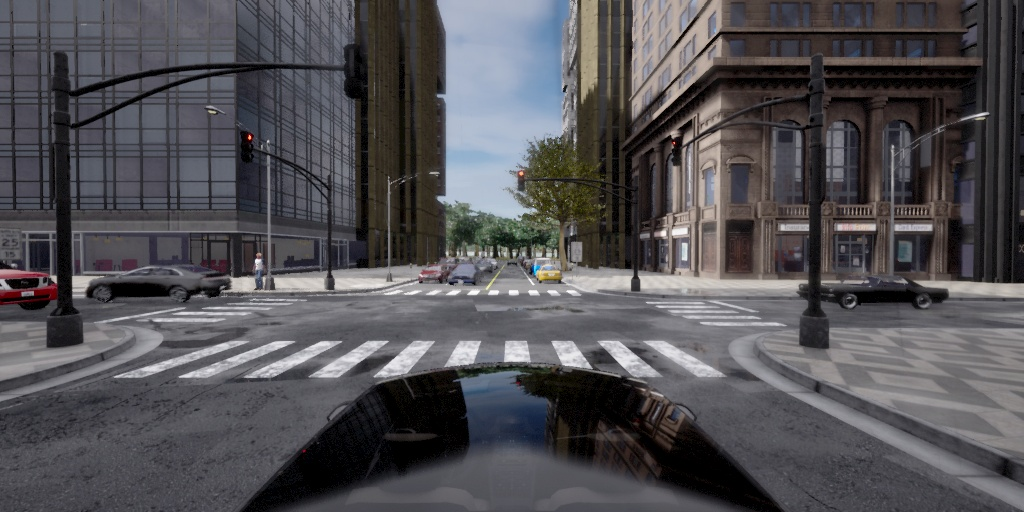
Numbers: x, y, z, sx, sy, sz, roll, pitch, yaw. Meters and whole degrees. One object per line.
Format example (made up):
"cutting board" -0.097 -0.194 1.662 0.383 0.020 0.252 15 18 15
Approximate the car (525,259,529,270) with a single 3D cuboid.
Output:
"car" 2.730 1.274 38.349 1.948 1.339 4.313 0 0 0

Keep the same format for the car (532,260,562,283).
"car" 2.740 1.253 27.160 1.751 1.417 4.829 0 0 0

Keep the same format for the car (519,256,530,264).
"car" 2.711 1.201 61.067 2.007 1.370 4.403 0 0 0

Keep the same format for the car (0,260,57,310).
"car" -18.383 0.841 11.542 5.566 2.045 2.150 1 1 0

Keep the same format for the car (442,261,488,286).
"car" -3.170 1.278 25.405 2.033 1.411 5.357 0 0 2

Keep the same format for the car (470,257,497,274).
"car" -3.129 1.196 40.259 2.128 1.511 4.902 0 0 0

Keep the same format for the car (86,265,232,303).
"car" -14.542 1.106 14.914 4.902 1.511 2.128 0 1 -2

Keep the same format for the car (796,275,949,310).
"car" 14.698 1.443 14.844 4.718 1.301 1.895 0 1 0

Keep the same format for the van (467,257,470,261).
"van" -5.795 1.049 38.334 1.690 1.789 3.998 0 0 0

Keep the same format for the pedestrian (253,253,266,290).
"pedestrian" -12.537 0.740 17.796 0.375 1.860 0.375 0 0 0

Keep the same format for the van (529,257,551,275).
"van" 2.735 1.059 32.670 1.690 1.789 3.998 0 0 0

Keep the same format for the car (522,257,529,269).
"car" 2.721 1.207 49.879 1.751 1.417 4.829 0 0 0

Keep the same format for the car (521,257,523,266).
"car" 2.716 1.211 55.388 1.888 1.381 4.507 0 0 0

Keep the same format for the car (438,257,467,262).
"car" -5.790 1.033 32.654 2.192 1.841 5.009 0 0 0

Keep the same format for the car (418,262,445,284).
"car" -5.785 1.310 26.973 1.802 1.307 4.207 0 0 0
